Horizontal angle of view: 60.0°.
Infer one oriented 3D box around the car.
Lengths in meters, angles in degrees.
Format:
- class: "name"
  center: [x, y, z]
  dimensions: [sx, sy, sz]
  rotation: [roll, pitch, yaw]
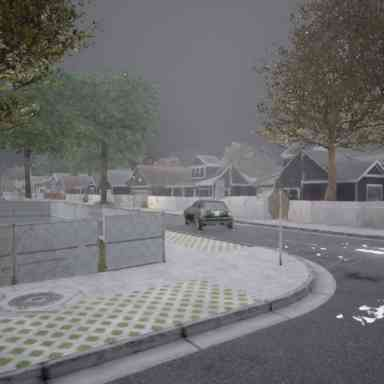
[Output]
- class: "car"
  center: [0.877, 1.258, 20.635]
  dimensions: [2.097, 1.767, 4.553]
  rotation: [0, 0, -14]
